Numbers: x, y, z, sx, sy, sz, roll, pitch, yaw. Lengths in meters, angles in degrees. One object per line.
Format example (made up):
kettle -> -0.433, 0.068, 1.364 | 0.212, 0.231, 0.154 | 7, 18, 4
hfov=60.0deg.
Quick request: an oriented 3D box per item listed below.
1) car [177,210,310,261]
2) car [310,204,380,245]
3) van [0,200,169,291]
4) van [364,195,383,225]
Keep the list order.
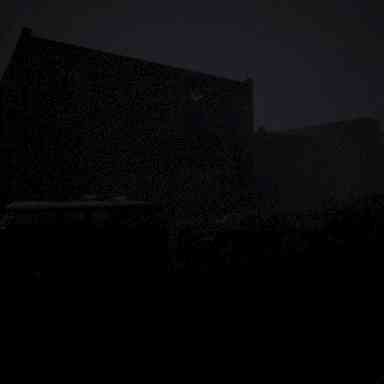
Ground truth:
car -> 1.739, 1.404, 11.959 | 4.892, 1.521, 2.231 | 1, 0, -37
car -> 6.221, 1.423, 15.166 | 4.792, 1.488, 2.163 | 1, 0, -37
van -> -2.888, 1.213, 8.655 | 4.442, 1.987, 1.878 | 0, 0, -33
van -> 11.514, 1.152, 18.958 | 4.442, 1.987, 1.878 | 1, 0, -38
